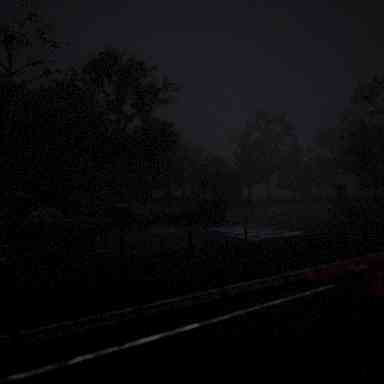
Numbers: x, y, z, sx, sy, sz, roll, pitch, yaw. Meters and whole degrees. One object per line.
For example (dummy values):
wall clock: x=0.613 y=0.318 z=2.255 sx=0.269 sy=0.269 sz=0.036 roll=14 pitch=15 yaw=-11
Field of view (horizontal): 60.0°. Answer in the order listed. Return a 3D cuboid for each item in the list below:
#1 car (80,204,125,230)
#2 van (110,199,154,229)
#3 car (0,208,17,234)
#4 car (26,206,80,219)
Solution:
car: x=-6.637 y=1.717 z=22.059 sx=2.163 sy=1.488 sz=4.792 roll=1 pitch=-1 yaw=-36
van: x=-4.295 y=1.498 z=23.559 sx=1.878 sy=1.987 sz=4.442 roll=1 pitch=-1 yaw=-36
car: x=-11.146 y=1.645 z=18.821 sx=2.163 sy=1.488 sz=4.792 roll=1 pitch=-1 yaw=-36
car: x=-8.767 y=1.648 z=20.265 sx=1.946 sy=1.575 sz=5.366 roll=1 pitch=-1 yaw=-36
